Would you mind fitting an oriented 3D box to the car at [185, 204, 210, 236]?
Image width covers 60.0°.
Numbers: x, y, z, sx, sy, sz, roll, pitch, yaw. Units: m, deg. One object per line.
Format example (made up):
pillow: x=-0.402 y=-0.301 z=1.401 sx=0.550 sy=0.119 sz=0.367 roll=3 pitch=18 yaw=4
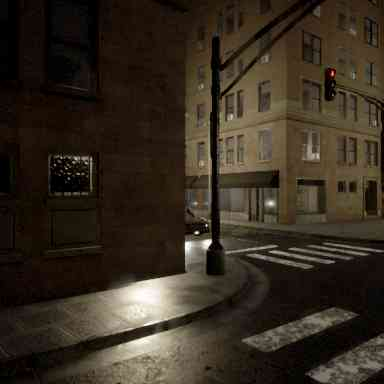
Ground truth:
car: x=-1.318 y=1.515 z=17.734 sx=2.033 sy=1.411 sz=5.357 roll=0 pitch=0 yaw=-36
